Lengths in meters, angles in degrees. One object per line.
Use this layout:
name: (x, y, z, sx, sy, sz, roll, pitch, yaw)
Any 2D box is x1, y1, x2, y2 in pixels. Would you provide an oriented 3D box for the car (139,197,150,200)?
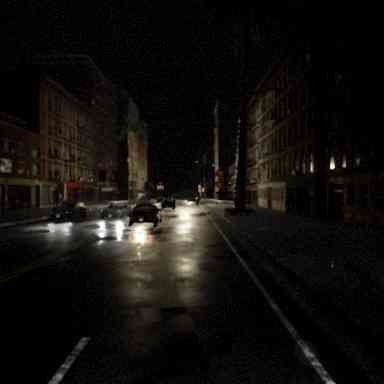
car: (-9.759, 1.661, 68.203, 1.882, 1.535, 5.008, 0, 0, 0)

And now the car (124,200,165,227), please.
car: (-3.153, 1.532, 22.937, 1.812, 1.442, 4.674, 0, 0, 0)

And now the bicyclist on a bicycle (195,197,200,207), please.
bicyclist on a bicycle: (0.888, 1.539, 47.931, 0.582, 1.620, 1.656, 0, -1, 0)

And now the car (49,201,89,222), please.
car: (-9.849, 1.505, 26.903, 2.128, 1.511, 4.902, 0, 0, 0)

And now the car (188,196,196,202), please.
car: (-0.009, 1.830, 82.130, 1.994, 1.385, 4.181, 0, 0, 0)

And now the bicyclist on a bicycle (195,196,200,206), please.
bicyclist on a bicycle: (0.889, 1.572, 57.947, 0.866, 1.612, 1.509, 0, 0, 0)

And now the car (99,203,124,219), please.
car: (-6.600, 1.619, 29.024, 1.895, 1.301, 4.718, 0, 0, 0)

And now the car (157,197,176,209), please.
car: (-3.157, 1.567, 45.682, 2.128, 1.511, 4.902, 0, 0, 0)
